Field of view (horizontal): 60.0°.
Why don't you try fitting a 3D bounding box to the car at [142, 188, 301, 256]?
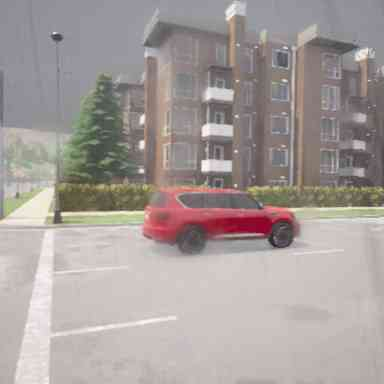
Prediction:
[{"bbox_3d":[1.067,0.890,11.595,5.566,2.045,2.150,0,2,-21],"label":"car"}]
